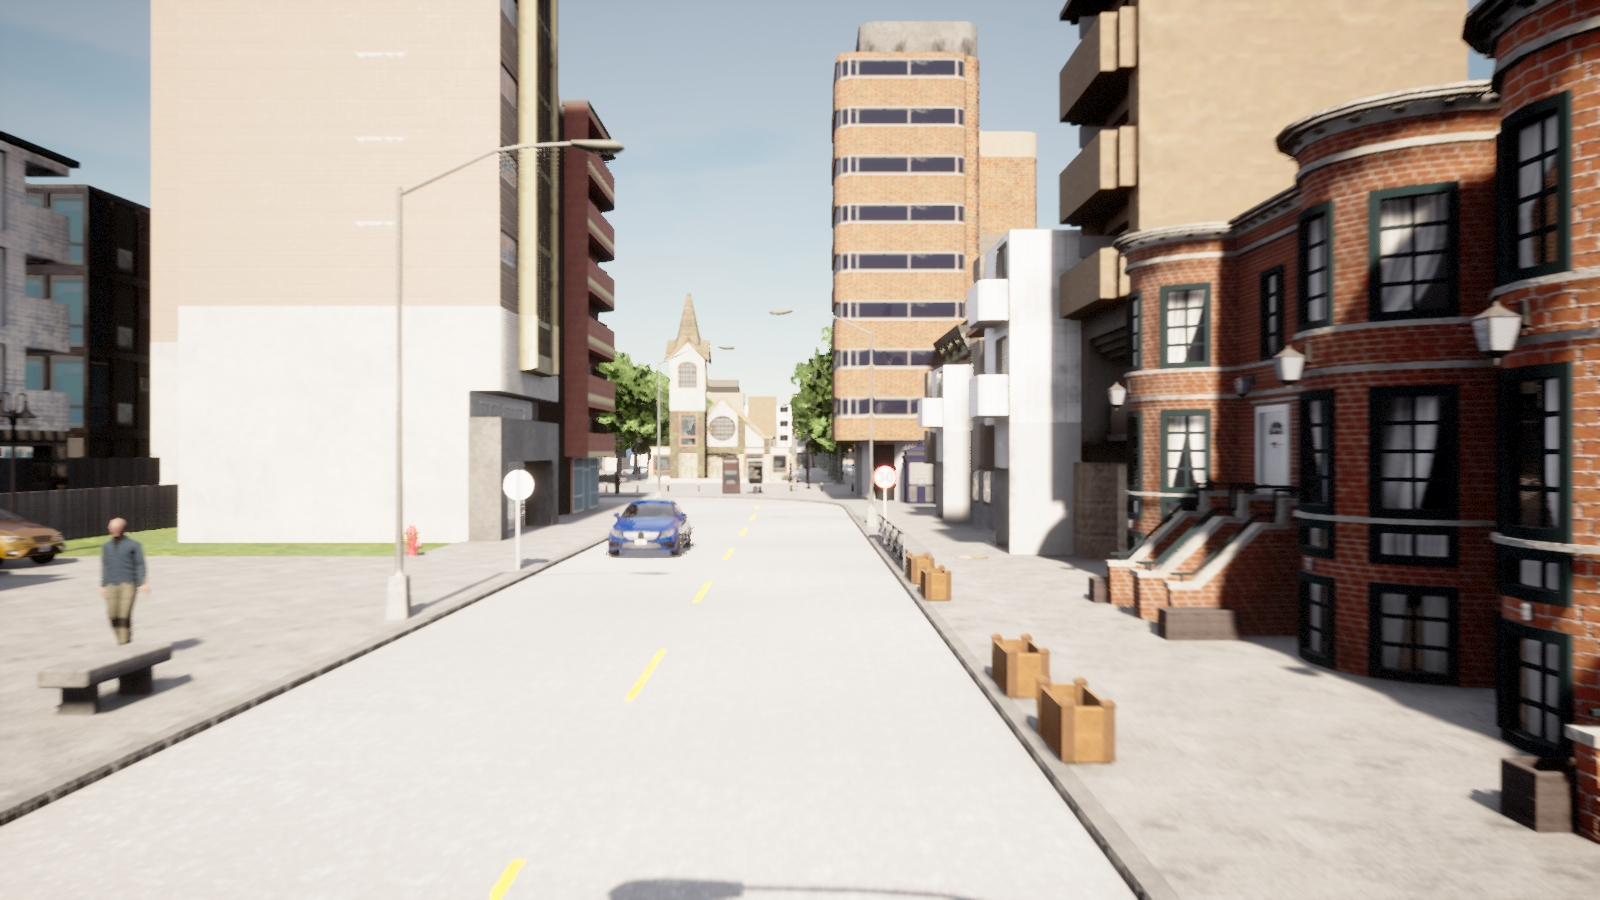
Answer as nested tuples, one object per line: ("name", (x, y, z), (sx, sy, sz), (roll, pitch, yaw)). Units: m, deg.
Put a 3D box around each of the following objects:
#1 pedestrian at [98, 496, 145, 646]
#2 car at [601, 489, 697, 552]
("pedestrian", (-8.620, 1.526, 14.524), (0.375, 1.860, 0.375), (0, 0, -3))
("car", (-4.036, 1.861, 31.266), (2.002, 1.442, 4.674), (0, 0, 0))
